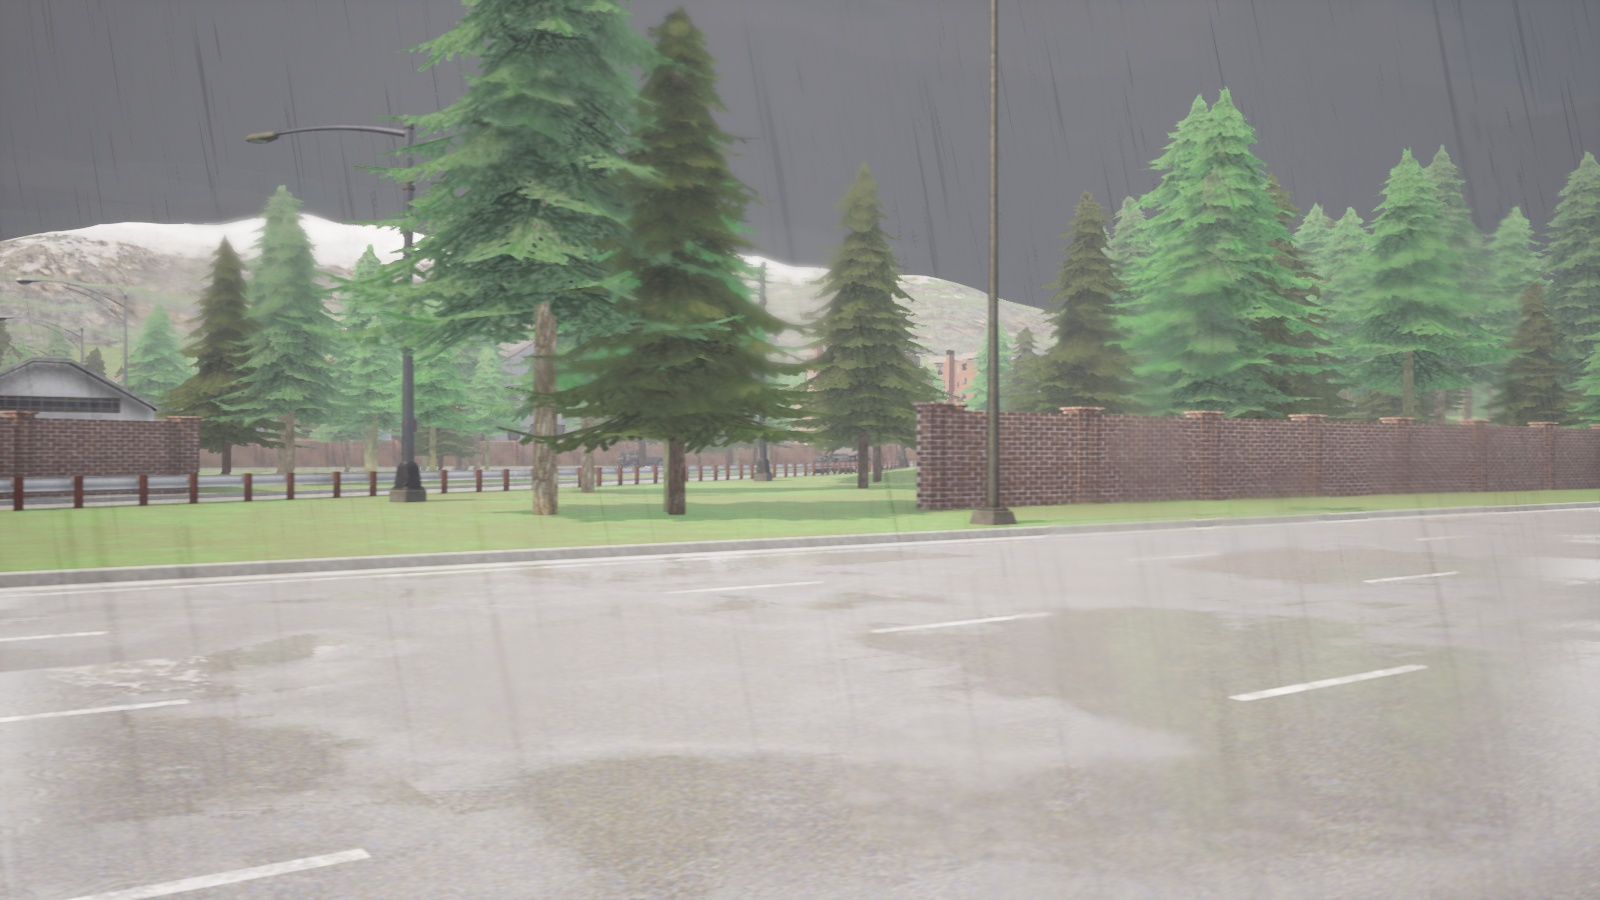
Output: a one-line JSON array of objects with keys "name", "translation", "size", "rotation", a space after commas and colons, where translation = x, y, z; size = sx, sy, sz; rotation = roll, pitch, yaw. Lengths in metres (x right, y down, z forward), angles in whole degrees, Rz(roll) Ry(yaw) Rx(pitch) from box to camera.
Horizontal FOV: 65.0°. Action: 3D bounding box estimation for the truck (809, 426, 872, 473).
[{"name": "truck", "translation": [3.188, -0.009, 95.762], "size": [2.891, 3.462, 7.936], "rotation": [0, 0, 17]}]
